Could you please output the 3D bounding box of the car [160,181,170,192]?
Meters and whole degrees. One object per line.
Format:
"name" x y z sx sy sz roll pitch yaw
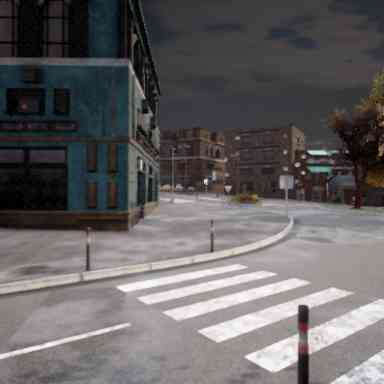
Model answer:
"car" -4.986 -0.843 69.502 1.946 1.575 5.366 6 2 12

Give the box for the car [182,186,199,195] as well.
"car" 0.208 -0.257 66.503 2.231 1.521 4.892 5 2 12

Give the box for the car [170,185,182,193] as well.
"car" -2.370 -0.510 68.100 2.002 1.452 4.674 6 2 12

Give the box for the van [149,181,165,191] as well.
"van" -7.492 -1.363 71.379 1.878 1.987 4.442 5 2 12
